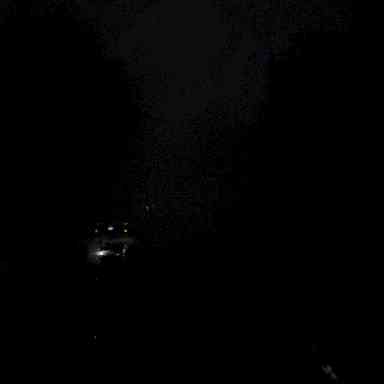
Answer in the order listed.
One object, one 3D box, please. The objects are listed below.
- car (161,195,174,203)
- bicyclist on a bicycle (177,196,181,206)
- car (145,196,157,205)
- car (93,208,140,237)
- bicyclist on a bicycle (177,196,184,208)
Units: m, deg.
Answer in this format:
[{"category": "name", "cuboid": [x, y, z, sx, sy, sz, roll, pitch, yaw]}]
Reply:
[{"category": "car", "cuboid": [-4.529, 1.451, 65.238, 2.033, 1.411, 5.357, 0, 0, -8]}, {"category": "bicyclist on a bicycle", "cuboid": [-2.156, 1.409, 53.813, 0.582, 1.620, 1.656, 0, 0, -6]}, {"category": "car", "cuboid": [-7.307, 1.419, 58.897, 2.128, 1.511, 4.902, 0, 0, -7]}, {"category": "car", "cuboid": [-4.014, 1.575, 18.128, 1.994, 1.385, 4.181, 0, 0, -2]}, {"category": "bicyclist on a bicycle", "cuboid": [-1.335, 1.418, 45.787, 0.866, 1.612, 1.509, 0, 0, -5]}]
